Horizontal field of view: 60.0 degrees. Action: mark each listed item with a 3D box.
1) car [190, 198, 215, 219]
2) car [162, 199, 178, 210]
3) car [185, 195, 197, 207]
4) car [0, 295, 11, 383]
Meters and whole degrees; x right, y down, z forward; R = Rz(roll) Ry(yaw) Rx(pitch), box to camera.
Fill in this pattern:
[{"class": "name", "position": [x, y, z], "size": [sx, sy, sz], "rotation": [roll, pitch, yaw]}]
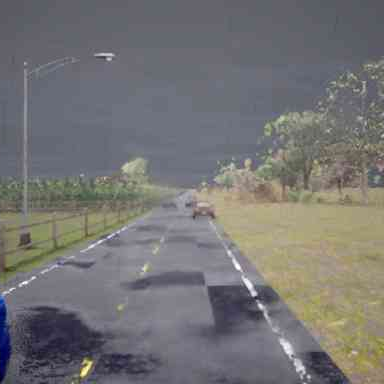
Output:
[{"class": "car", "position": [0.966, 1.501, 28.839], "size": [1.812, 1.442, 4.674], "rotation": [0, 0, 0]}, {"class": "car", "position": [-2.833, 1.552, 42.681], "size": [1.895, 1.301, 4.718], "rotation": [0, 0, 0]}, {"class": "car", "position": [0.019, 1.542, 48.308], "size": [1.895, 1.301, 4.718], "rotation": [0, 0, 0]}, {"class": "car", "position": [-2.850, 1.477, 1.457], "size": [1.882, 1.535, 5.008], "rotation": [0, 0, 0]}]
